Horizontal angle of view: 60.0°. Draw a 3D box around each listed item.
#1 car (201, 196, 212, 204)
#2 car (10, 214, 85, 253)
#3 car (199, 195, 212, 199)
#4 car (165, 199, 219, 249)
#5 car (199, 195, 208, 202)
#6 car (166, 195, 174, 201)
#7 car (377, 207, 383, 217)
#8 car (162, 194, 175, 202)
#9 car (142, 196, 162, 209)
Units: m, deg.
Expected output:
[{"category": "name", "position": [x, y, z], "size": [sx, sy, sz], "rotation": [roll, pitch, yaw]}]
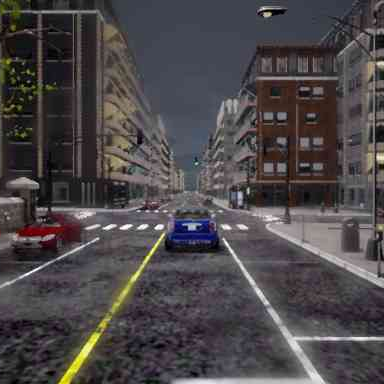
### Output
[{"category": "car", "position": [2.687, 1.545, 62.963], "size": [1.887, 1.381, 4.507], "rotation": [0, 0, 0]}, {"category": "car", "position": [-5.693, 1.580, 13.643], "size": [1.802, 1.307, 4.206], "rotation": [0, 0, 0]}, {"category": "car", "position": [2.687, 1.551, 57.325], "size": [2.008, 1.369, 4.403], "rotation": [0, 0, 0]}, {"category": "car", "position": [0.000, 1.365, 14.620], "size": [2.097, 1.767, 4.553], "rotation": [0, 0, 0]}, {"category": "car", "position": [2.687, 1.443, 79.880], "size": [1.967, 1.590, 4.097], "rotation": [0, 0, 0]}, {"category": "car", "position": [-5.694, 1.528, 85.354], "size": [1.752, 1.417, 4.829], "rotation": [0, 0, 0]}, {"category": "car", "position": [21.394, 1.821, 34.499], "size": [4.097, 1.590, 1.967], "rotation": [1, -1, -1]}, {"category": "car", "position": [-5.695, 1.317, 74.246], "size": [2.192, 1.841, 5.009], "rotation": [0, 0, 0]}, {"category": "car", "position": [-5.694, 1.439, 46.053], "size": [1.967, 1.590, 4.097], "rotation": [0, 0, 0]}]
